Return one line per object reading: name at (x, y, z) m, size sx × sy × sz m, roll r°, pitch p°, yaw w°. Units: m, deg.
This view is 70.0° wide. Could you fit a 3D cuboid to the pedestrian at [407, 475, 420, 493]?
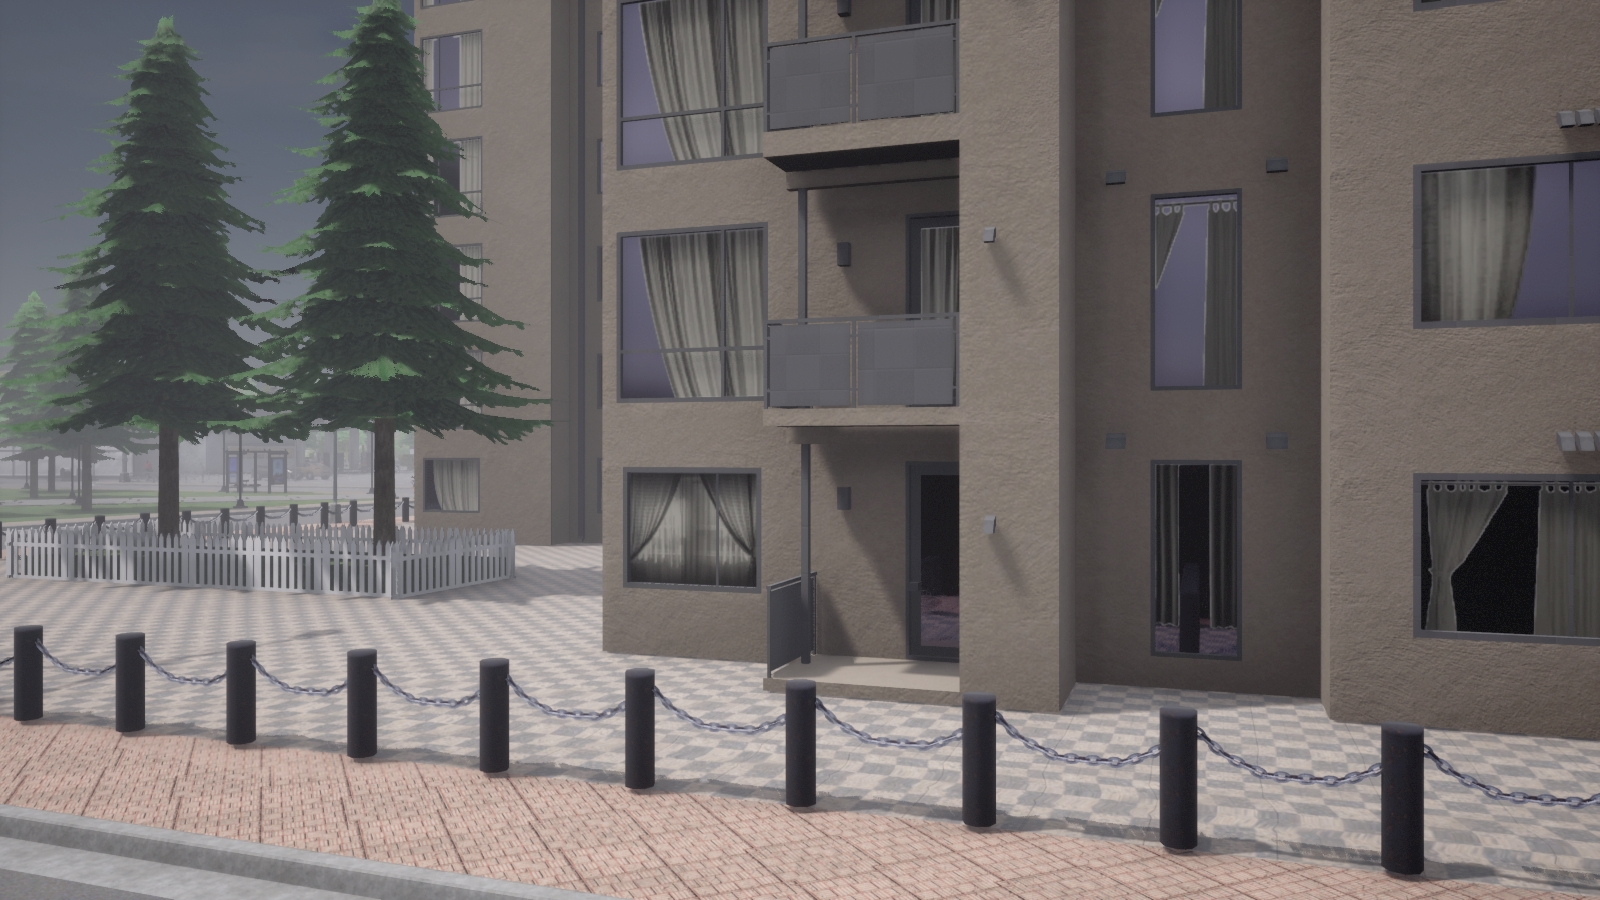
pedestrian at (-23.013, 2.023, 68.044) m, size 0.500 × 1.100 × 0.500 m, roll 0°, pitch 0°, yaw 22°
